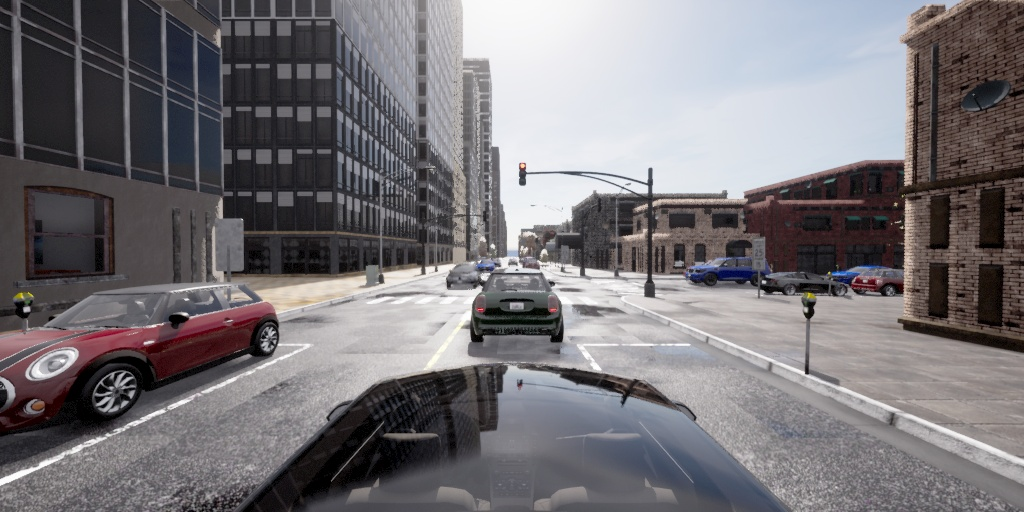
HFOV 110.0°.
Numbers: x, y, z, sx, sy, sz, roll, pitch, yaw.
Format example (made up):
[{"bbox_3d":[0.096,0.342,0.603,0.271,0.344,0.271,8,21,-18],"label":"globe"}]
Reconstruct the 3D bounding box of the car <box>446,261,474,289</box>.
[{"bbox_3d":[-3.072,1.269,23.467,1.812,1.442,4.674,0,0,0],"label":"car"}]

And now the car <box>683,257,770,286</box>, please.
[{"bbox_3d":[15.763,1.104,26.190,5.566,2.045,2.150,1,1,1],"label":"car"}]

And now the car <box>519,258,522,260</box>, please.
[{"bbox_3d":[2.768,1.050,60.371,2.192,1.841,5.009,0,0,0],"label":"car"}]

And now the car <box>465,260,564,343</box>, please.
[{"bbox_3d":[0.146,1.099,9.857,2.097,1.767,4.553,0,0,1],"label":"car"}]

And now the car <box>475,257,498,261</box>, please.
[{"bbox_3d":[-3.046,1.216,42.767,1.882,1.535,5.008,0,0,0],"label":"car"}]

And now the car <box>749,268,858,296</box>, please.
[{"bbox_3d":[16.436,1.546,20.403,4.313,1.339,1.948,0,0,1],"label":"car"}]

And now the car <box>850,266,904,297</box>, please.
[{"bbox_3d":[21.984,1.473,20.324,4.097,1.591,1.967,0,0,1],"label":"car"}]

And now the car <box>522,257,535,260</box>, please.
[{"bbox_3d":[2.753,1.177,49.082,1.967,1.591,4.097,0,0,0],"label":"car"}]

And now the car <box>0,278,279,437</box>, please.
[{"bbox_3d":[-5.687,1.188,5.557,1.967,1.591,4.097,0,0,0],"label":"car"}]

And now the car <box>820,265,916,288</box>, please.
[{"bbox_3d":[25.731,1.455,26.051,5.008,1.535,1.882,1,1,1],"label":"car"}]
